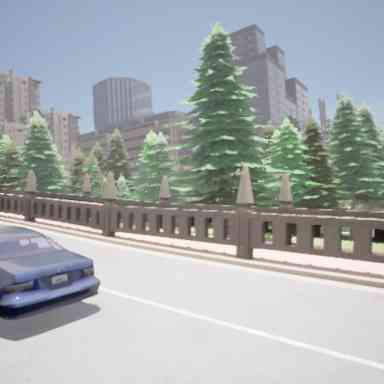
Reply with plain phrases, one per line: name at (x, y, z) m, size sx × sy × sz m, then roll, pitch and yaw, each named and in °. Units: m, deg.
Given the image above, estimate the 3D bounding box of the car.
car at (-4.259, 1.428, 7.027) m, size 5.357 × 1.411 × 2.033 m, roll 2°, pitch 1°, yaw 35°
